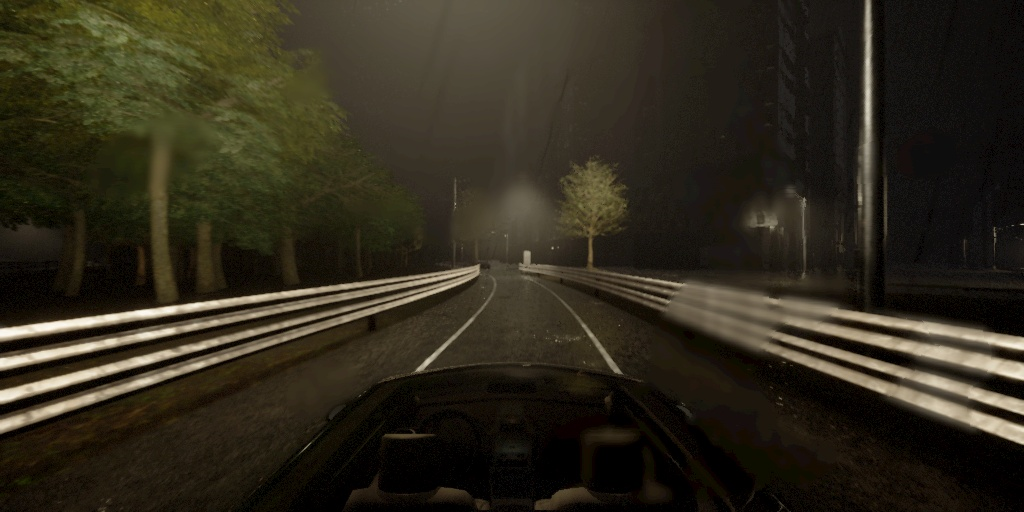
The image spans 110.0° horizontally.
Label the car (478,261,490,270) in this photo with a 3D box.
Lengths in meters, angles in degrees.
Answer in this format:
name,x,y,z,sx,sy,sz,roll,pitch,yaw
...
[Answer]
name,x,y,z,sx,sy,sz,roll,pitch,yaw
car,-5.223,1.674,64.033,1.882,1.535,5.008,0,0,-17
